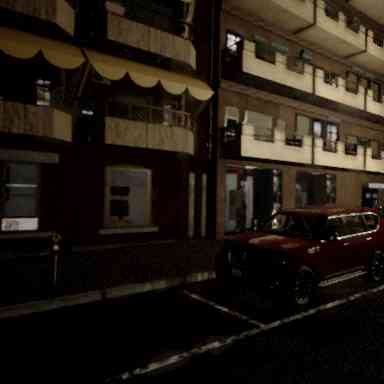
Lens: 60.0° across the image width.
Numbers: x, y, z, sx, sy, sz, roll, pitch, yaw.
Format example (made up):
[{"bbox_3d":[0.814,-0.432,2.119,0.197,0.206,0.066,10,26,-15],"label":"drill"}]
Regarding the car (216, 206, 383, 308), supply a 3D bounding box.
[{"bbox_3d":[2.941,1.310,8.166,5.009,1.841,2.192,0,1,-35],"label":"car"}]
